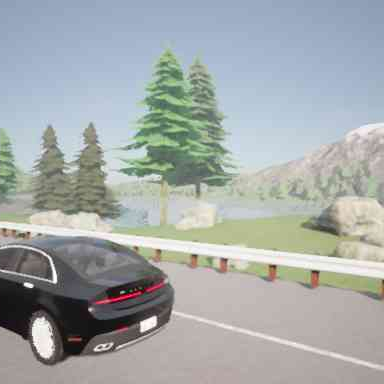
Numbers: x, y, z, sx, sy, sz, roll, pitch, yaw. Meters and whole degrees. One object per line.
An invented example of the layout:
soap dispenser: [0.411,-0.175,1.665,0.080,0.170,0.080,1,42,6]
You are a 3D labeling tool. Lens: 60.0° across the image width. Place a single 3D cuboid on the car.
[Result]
car: [-2.538,1.539,5.911,4.892,1.490,1.837,0,0,36]
